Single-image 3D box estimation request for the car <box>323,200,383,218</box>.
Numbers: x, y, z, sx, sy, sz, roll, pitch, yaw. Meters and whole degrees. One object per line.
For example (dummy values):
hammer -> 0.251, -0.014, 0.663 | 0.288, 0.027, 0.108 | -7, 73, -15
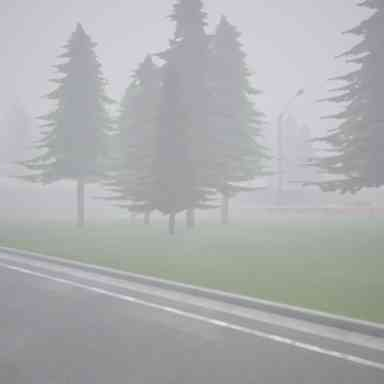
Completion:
car -> 14.354, 1.458, 29.773 | 5.008, 1.535, 1.882 | 0, 0, -2
